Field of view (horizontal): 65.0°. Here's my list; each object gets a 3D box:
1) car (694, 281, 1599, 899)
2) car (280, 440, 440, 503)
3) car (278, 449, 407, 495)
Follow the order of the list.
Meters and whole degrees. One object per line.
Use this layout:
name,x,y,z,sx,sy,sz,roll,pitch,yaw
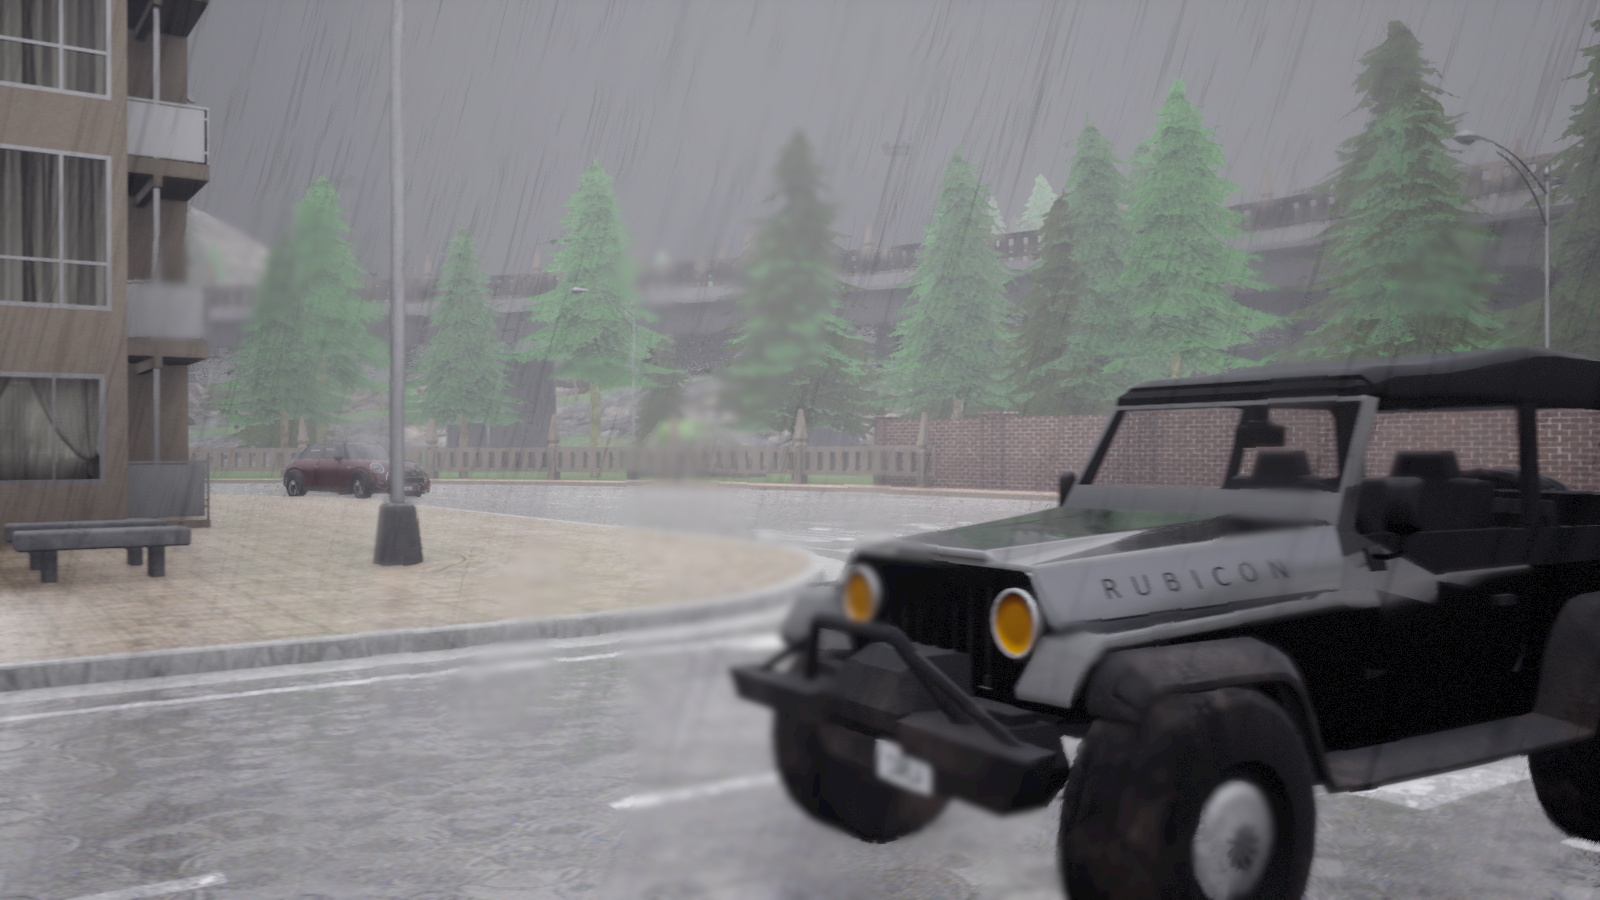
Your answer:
car,1.759,0.532,4.817,3.866,1.878,1.905,0,0,-31
car,-13.082,0.613,37.311,4.553,1.767,2.097,0,0,32
car,-15.593,0.733,42.828,3.806,1.475,1.970,0,0,23
